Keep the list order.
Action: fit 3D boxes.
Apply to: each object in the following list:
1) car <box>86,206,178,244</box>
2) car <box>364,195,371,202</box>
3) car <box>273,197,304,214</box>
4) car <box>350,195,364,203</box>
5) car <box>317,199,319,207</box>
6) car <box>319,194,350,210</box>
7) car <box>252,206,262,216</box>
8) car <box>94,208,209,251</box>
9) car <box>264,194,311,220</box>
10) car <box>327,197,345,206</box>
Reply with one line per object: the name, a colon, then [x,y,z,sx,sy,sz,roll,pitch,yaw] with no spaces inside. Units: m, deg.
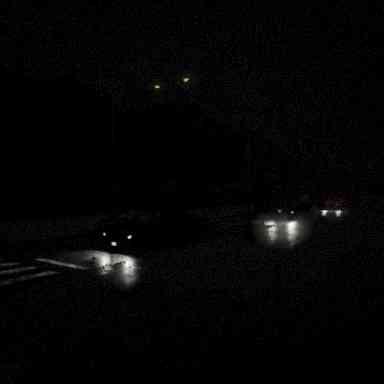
car: [-2.826,1.514,16.618,2.008,1.369,4.403,0,0,35]
car: [39.571,1.481,76.858,1.752,1.417,4.829,0,0,35]
car: [10.249,1.375,35.196,1.967,1.590,4.097,0,0,35]
car: [33.132,1.504,67.708,1.947,1.339,4.313,0,0,35]
car: [20.056,1.246,49.129,2.192,1.841,5.009,0,0,35]
car: [17.819,1.408,41.405,1.882,1.535,5.008,0,0,36]
car: [6.980,1.519,30.551,1.802,1.307,4.206,0,0,35]
car: [-1.317,1.511,14.393,2.033,1.411,5.357,0,0,36]
car: [8.426,1.161,28.191,2.150,2.045,5.566,0,0,35]
car: [23.326,1.495,53.774,1.947,1.339,4.313,0,0,35]
